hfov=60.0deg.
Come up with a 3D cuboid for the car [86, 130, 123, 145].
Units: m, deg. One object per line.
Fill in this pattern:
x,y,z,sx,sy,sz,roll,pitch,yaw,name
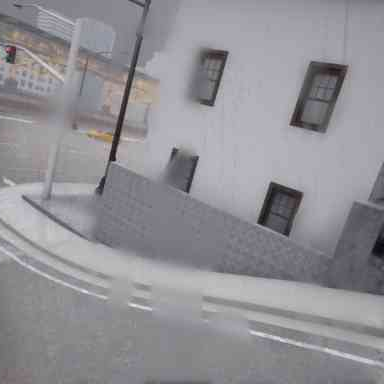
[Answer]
-11.117,-7.162,42.569,1.882,1.535,5.008,24,13,34,car
